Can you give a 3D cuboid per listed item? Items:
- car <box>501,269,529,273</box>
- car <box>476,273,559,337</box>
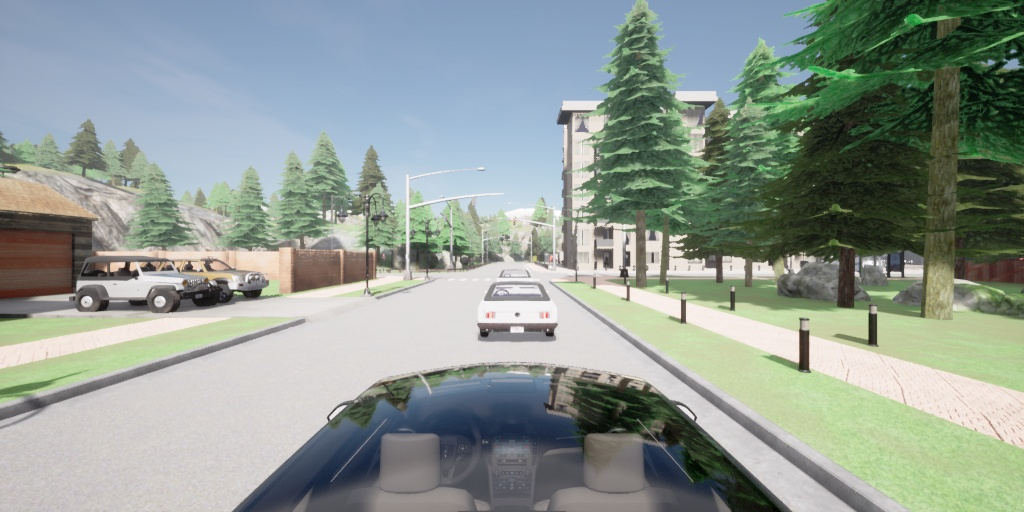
[{"bbox_3d":[0.162,1.351,19.404,1.895,1.301,4.718,0,0,0],"label":"car"},{"bbox_3d":[0.132,1.351,10.236,1.895,1.301,4.718,0,0,0],"label":"car"}]
